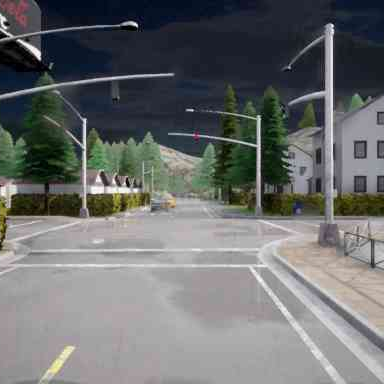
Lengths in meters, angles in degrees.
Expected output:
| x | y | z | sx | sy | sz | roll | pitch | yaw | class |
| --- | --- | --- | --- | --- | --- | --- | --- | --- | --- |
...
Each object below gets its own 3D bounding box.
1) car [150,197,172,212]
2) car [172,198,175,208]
| x | y | z | sx | sy | sz | roll | pitch | yaw | class |
| --- | --- | --- | --- | --- | --- | --- | --- | --- | --- |
| -3.595 | 1.526 | 38.168 | 1.812 | 1.442 | 4.674 | 0 | 0 | 0 | car |
| -3.601 | 1.478 | 48.640 | 1.882 | 1.535 | 5.008 | 0 | 0 | 0 | car |
